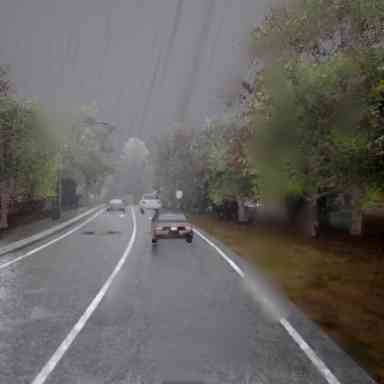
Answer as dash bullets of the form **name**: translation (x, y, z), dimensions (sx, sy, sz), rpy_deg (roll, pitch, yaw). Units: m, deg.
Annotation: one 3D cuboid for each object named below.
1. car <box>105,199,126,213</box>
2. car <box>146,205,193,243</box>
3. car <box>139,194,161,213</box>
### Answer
- **car**: translation (-8.236, 1.495, 36.239), dimensions (1.812, 1.442, 4.674), rpy_deg (1, 0, -11)
- **car**: translation (-1.082, 1.565, 16.282), dimensions (2.033, 1.411, 5.357), rpy_deg (0, 0, -7)
- **car**: translation (-4.690, 1.234, 37.353), dimensions (2.150, 2.045, 5.566), rpy_deg (1, 0, -11)
